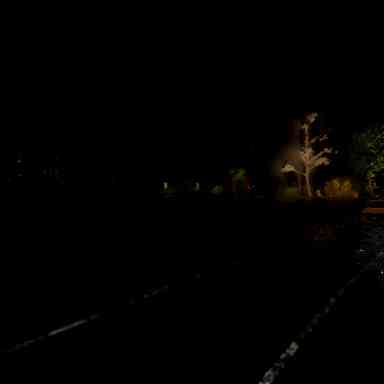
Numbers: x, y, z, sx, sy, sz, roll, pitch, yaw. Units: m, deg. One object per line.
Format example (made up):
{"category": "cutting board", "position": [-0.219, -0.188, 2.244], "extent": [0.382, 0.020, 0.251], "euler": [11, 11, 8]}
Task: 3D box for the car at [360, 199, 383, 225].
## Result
{"category": "car", "position": [12.324, 1.235, 21.582], "extent": [1.882, 1.535, 5.008], "euler": [-2, 0, 39]}
